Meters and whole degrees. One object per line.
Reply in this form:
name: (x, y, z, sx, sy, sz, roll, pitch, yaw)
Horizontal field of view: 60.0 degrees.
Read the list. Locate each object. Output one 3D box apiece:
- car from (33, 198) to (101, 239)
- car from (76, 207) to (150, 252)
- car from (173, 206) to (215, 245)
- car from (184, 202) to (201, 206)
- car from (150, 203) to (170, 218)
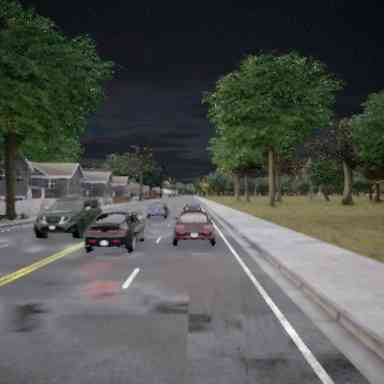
car: (-6.540, 1.336, 18.357, 2.150, 2.045, 5.566, 0, -1, 0)
car: (-3.156, 1.594, 14.373, 1.837, 1.490, 4.892, 0, 0, 0)
car: (0.094, 1.625, 16.101, 1.812, 1.442, 4.674, 0, 0, 0)
car: (0.085, 1.831, 37.519, 1.895, 1.301, 4.718, 0, 0, 0)
car: (-3.163, 1.743, 31.938, 2.033, 1.411, 5.357, 0, 0, 0)
